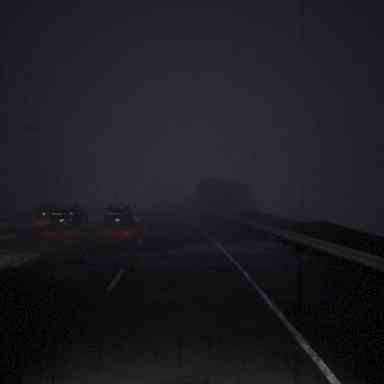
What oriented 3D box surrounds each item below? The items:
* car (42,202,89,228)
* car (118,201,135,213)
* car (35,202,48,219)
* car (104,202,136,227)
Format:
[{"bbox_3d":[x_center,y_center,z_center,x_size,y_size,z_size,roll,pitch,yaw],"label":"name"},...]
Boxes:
[{"bbox_3d":[-8.618,1.627,23.611,2.128,1.511,4.902,0,0,-7],"label":"car"},{"bbox_3d":[-8.122,1.818,40.811,1.895,1.301,4.718,0,0,-13],"label":"car"},{"bbox_3d":[-13.391,1.689,31.526,1.837,1.490,4.892,0,0,-10],"label":"car"},{"bbox_3d":[-5.147,1.621,23.965,2.128,1.511,4.902,0,0,-7],"label":"car"}]
